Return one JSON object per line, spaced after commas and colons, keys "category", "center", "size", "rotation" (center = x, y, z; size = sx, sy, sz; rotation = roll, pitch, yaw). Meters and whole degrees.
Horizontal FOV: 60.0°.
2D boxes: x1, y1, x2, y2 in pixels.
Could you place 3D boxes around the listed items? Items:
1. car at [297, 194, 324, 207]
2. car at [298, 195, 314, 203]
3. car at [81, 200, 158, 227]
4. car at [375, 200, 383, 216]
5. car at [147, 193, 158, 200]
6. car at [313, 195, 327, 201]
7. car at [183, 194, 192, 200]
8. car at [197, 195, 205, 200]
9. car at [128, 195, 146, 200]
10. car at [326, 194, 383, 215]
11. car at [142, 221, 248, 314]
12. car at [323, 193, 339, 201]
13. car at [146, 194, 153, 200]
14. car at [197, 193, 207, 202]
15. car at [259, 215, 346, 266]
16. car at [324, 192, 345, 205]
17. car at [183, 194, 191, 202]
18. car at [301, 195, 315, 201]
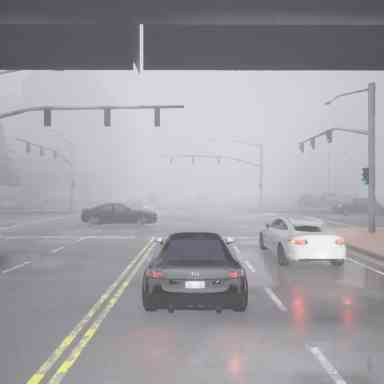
{"category": "car", "center": [16.640, 1.153, 47.408], "size": [1.932, 1.855, 4.605], "rotation": [0, 0, 0]}
{"category": "car", "center": [22.186, 1.395, 64.838], "size": [1.970, 1.475, 3.806], "rotation": [0, 0, 0]}
{"category": "car", "center": [-4.856, 1.477, 22.375], "size": [5.008, 1.535, 1.882], "rotation": [0, 0, -1]}
{"category": "car", "center": [19.147, 1.601, 29.649], "size": [4.718, 1.301, 1.895], "rotation": [0, 0, 1]}
{"category": "car", "center": [-8.059, 1.221, 66.089], "size": [2.150, 2.045, 5.566], "rotation": [0, 0, 0]}
{"category": "car", "center": [30.802, 1.364, 79.966], "size": [1.784, 1.438, 3.905], "rotation": [0, 0, 0]}
{"category": "car", "center": [-1.166, 1.351, 86.056], "size": [2.128, 1.511, 4.902], "rotation": [0, 0, 0]}
{"category": "car", "center": [2.334, 1.378, 86.079], "size": [1.994, 1.385, 4.181], "rotation": [0, 0, 0]}
{"category": "car", "center": [-7.999, 1.478, 46.156], "size": [1.882, 1.535, 5.008], "rotation": [0, 0, 0]}
{"category": "car", "center": [16.350, 1.352, 33.180], "size": [4.553, 1.767, 2.097], "rotation": [0, 0, 1]}
{"category": "car", "center": [0.066, 1.564, 7.725], "size": [1.994, 1.385, 4.181], "rotation": [0, 0, 0]}
{"category": "car", "center": [33.485, 1.153, 80.025], "size": [1.932, 1.855, 4.605], "rotation": [0, 0, 0]}
{"category": "car", "center": [-8.050, 1.526, 55.436], "size": [1.812, 1.442, 4.674], "rotation": [0, 0, 0]}
{"category": "car", "center": [2.395, 1.223, 77.011], "size": [2.150, 2.045, 5.566], "rotation": [0, 0, 0]}
{"category": "car", "center": [3.581, 1.526, 11.385], "size": [1.812, 1.442, 4.674], "rotation": [0, 0, 0]}
{"category": "car", "center": [19.534, 1.156, 47.363], "size": [1.905, 1.878, 3.866], "rotation": [0, 0, 0]}
{"category": "car", "center": [-1.105, 1.593, 76.985], "size": [1.895, 1.301, 4.718], "rotation": [0, 0, 0]}
{"category": "car", "center": [27.907, 1.395, 79.958], "size": [1.970, 1.475, 3.806], "rotation": [0, 0, 0]}
